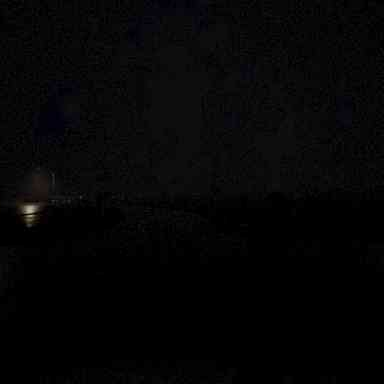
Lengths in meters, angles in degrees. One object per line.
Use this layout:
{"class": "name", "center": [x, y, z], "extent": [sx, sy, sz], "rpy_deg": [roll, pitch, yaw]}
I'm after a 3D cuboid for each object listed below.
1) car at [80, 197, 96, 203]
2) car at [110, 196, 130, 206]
{"class": "car", "center": [-18.935, 1.562, 61.757], "extent": [4.718, 1.301, 1.895], "rpy_deg": [-1, 1, 41]}
{"class": "car", "center": [-11.896, 1.356, 54.042], "extent": [1.882, 1.535, 5.008], "rpy_deg": [-1, 0, -38]}
